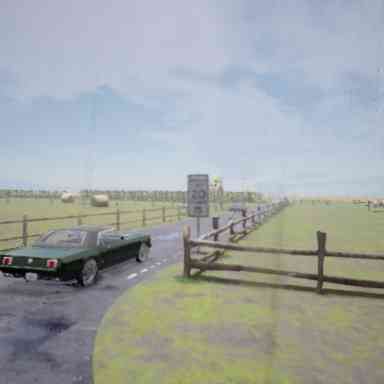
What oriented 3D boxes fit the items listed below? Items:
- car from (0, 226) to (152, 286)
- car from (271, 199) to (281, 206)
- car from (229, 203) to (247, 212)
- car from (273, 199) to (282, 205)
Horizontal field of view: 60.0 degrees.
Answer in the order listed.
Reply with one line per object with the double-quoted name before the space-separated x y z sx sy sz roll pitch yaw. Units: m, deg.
"car" -2.887 1.628 9.526 1.895 1.301 4.718 0 -1 18
"car" 20.313 2.745 81.477 1.812 1.442 4.674 0 -1 18
"car" 6.717 2.236 48.290 1.994 1.385 4.181 0 -1 18
"car" 23.458 2.708 91.243 1.882 1.535 5.008 0 -1 18
